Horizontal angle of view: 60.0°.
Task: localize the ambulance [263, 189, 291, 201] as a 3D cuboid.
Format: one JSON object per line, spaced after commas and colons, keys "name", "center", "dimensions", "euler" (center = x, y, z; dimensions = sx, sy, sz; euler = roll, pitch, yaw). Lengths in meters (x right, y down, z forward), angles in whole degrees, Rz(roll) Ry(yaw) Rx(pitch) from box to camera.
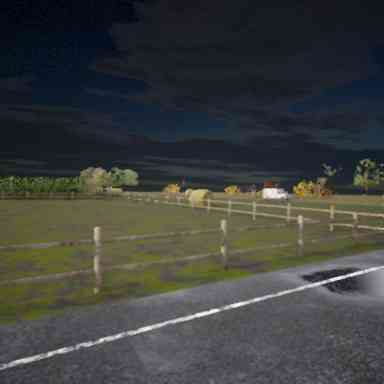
{"name": "ambulance", "center": [18.195, 0.560, 71.509], "dimensions": [2.351, 2.431, 6.366], "euler": [2, 0, -32]}
